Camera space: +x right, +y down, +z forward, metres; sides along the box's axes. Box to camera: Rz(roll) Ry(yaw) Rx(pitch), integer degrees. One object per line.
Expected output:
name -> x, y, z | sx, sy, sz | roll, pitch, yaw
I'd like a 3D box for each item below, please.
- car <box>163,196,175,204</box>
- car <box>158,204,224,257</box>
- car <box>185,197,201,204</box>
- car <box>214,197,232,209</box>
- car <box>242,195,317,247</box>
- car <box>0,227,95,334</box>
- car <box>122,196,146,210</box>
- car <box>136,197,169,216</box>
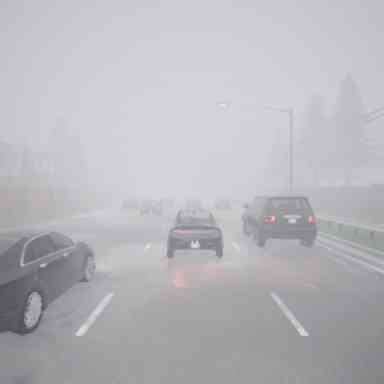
car -> -3.456, 1.272, 46.402 | 1.994, 1.385, 4.181 | 0, 0, 0
car -> 0.100, 1.412, 12.575 | 2.128, 1.511, 4.902 | 0, 0, 0
car -> 0.100, 1.307, 40.680 | 1.994, 1.385, 4.181 | 0, 0, 0
car -> 3.599, 1.275, 39.714 | 1.812, 1.442, 4.674 | 0, 0, 0
car -> 3.601, 1.127, 14.592 | 2.150, 2.045, 5.566 | 0, 0, 0
car -> -3.400, 1.463, 6.625 | 1.837, 1.490, 4.892 | 0, 1, 0
car -> -6.901, 1.282, 38.657 | 1.812, 1.442, 4.674 | 0, 0, 0
car -> -3.400, 1.413, 29.639 | 1.895, 1.301, 4.718 | 0, 0, 0
